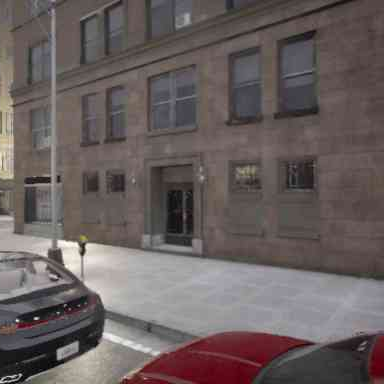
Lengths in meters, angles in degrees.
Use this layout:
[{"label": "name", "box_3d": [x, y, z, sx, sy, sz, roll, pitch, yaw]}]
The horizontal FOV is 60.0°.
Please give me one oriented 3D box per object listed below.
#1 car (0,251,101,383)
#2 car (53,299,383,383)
[{"label": "car", "box_3d": [-3.203, 1.601, 5.076, 4.403, 1.369, 2.008, -1, 0, 35]}, {"label": "car", "box_3d": [1.435, 1.540, 1.793, 4.507, 1.381, 1.887, -1, 0, 35]}]
